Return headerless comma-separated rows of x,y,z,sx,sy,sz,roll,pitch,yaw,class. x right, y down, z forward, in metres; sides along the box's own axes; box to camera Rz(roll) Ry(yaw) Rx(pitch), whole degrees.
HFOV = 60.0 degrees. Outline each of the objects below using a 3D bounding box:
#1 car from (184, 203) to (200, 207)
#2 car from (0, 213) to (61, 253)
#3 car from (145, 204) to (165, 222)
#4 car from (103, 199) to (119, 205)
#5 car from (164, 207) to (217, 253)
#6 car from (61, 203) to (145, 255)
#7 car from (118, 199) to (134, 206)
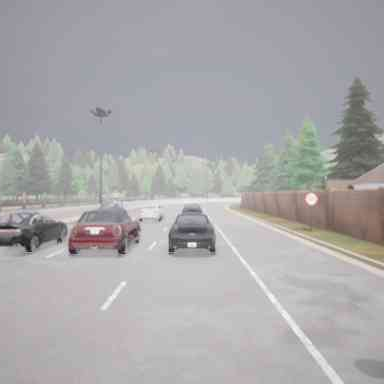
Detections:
0.012,1.780,29.298,1.837,1.490,4.892,0,0,0,car
-6.993,1.626,14.299,2.128,1.511,4.902,0,0,0,car
-3.487,1.799,29.380,1.812,1.442,4.674,0,0,0,car
-18.020,2.211,74.260,1.812,1.442,4.674,0,-1,12,car
0.007,1.641,14.303,1.837,1.490,4.892,0,0,0,car
-3.494,1.482,14.083,2.097,1.767,4.553,0,-1,0,car
-14.616,2.234,73.513,1.994,1.385,4.181,0,-1,12,car
